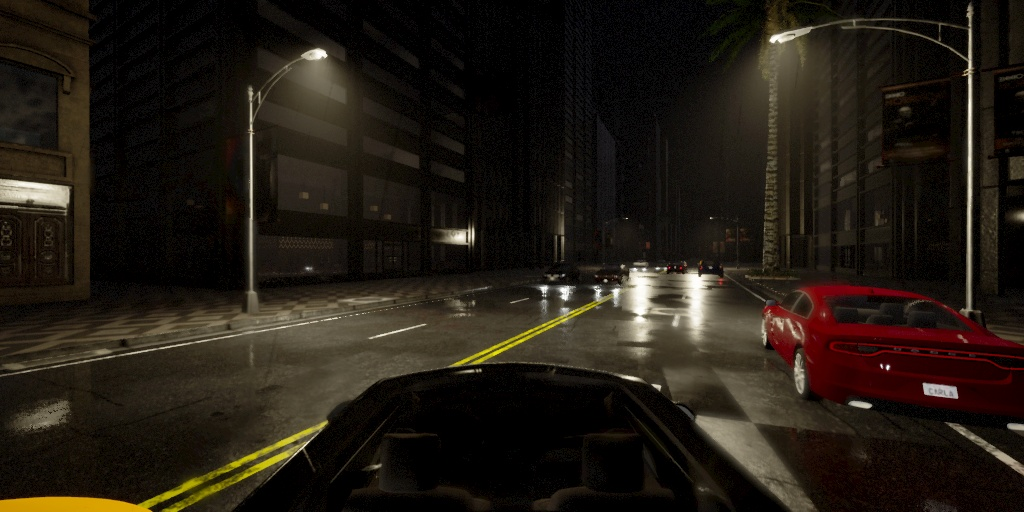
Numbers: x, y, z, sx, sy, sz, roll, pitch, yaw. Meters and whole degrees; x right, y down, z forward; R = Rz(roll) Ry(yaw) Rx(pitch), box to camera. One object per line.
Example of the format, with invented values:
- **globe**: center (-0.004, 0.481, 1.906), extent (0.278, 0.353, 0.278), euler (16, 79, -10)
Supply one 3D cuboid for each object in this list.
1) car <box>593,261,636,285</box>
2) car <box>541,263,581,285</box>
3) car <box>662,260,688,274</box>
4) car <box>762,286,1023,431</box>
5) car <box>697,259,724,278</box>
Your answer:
- **car**: center (7.603, 1.305, 26.819), extent (2.033, 1.411, 5.357), euler (0, 0, 27)
- **car**: center (3.802, 1.283, 26.534), extent (1.812, 1.442, 4.674), euler (0, 0, 27)
- **car**: center (18.667, 1.317, 40.762), extent (2.033, 1.411, 5.357), euler (0, 0, 27)
- **car**: center (5.516, 1.228, 5.869), extent (1.882, 1.535, 5.008), euler (0, 0, 27)
- **car**: center (19.305, 1.118, 34.939), extent (2.097, 1.767, 4.553), euler (0, 0, 27)
